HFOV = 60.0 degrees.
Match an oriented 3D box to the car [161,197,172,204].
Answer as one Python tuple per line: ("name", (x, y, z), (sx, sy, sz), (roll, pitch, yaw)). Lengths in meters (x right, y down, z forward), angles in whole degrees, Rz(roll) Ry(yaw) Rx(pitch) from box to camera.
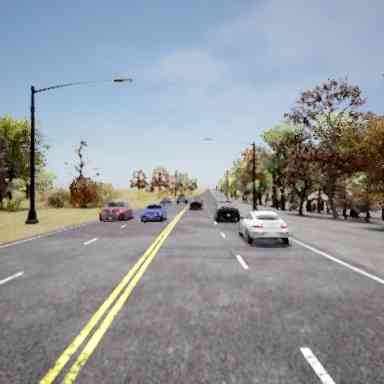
("car", (-5.295, 1.811, 69.154), (1.837, 1.490, 4.892), (0, 0, 2))

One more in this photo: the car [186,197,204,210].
("car", (0.584, 1.762, 47.429), (1.837, 1.490, 4.892), (0, 0, 2))

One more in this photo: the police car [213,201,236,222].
("police car", (2.892, 1.590, 28.498), (1.930, 1.638, 5.238), (0, 0, 1))

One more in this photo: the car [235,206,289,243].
("car", (3.432, 1.626, 16.424), (1.812, 1.442, 4.674), (0, 0, 1))

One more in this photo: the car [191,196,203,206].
("car", (1.018, 1.678, 63.638), (2.097, 1.767, 4.553), (0, 0, 2))

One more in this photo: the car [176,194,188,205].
("car", (-2.049, 1.537, 69.005), (2.150, 2.045, 5.566), (0, 0, 2))

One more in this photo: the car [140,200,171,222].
("car", (-3.132, 1.686, 28.071), (1.812, 1.442, 4.674), (0, 0, 1))

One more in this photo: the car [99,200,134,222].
("car", (-6.376, 1.512, 28.322), (2.097, 1.767, 4.553), (0, 0, 1))
